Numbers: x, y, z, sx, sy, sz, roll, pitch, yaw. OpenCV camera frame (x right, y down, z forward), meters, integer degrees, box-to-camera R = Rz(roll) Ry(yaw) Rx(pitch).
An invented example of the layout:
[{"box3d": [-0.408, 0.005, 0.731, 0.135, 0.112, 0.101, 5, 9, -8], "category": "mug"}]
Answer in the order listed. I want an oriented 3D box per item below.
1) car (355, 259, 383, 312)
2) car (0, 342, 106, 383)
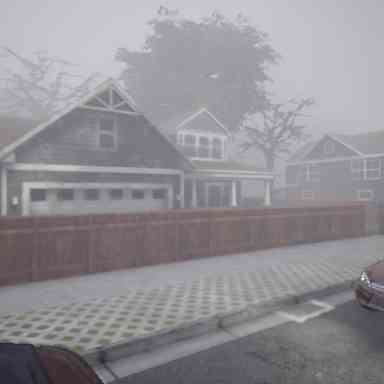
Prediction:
[{"box3d": [5.191, 1.540, 6.601, 4.674, 1.442, 1.812, 0, 0, -34], "category": "car"}, {"box3d": [-2.311, 1.563, 1.341, 4.181, 1.385, 1.994, 0, 0, -35], "category": "car"}]
